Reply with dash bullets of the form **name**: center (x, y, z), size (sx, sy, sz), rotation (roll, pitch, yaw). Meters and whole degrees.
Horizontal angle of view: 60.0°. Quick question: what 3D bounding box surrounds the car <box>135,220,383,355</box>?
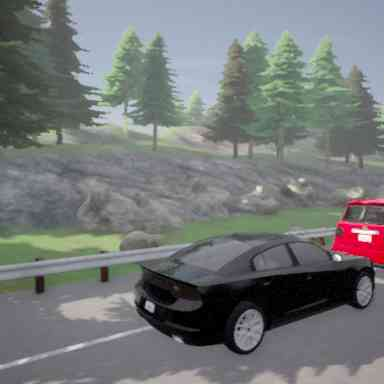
- **car**: center (1.435, 1.468, 6.150), size (5.008, 1.535, 1.882), rotation (0, 0, -35)

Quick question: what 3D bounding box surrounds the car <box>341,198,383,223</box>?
- **car**: center (6.408, 1.199, 9.538), size (5.566, 2.045, 2.150), rotation (0, 0, -34)
